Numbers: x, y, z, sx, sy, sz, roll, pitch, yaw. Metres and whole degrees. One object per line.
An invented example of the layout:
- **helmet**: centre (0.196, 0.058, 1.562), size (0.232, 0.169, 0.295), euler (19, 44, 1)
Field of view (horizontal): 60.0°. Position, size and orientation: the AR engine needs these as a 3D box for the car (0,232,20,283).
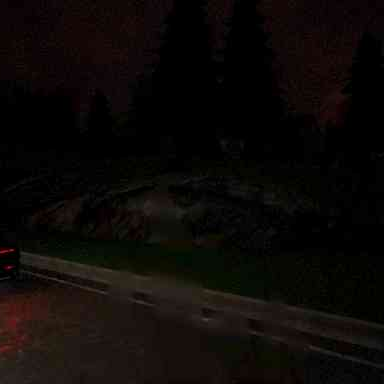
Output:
- **car**: centre (-6.267, 1.504, 8.473), size (4.892, 1.490, 1.837), euler (0, 0, 36)
